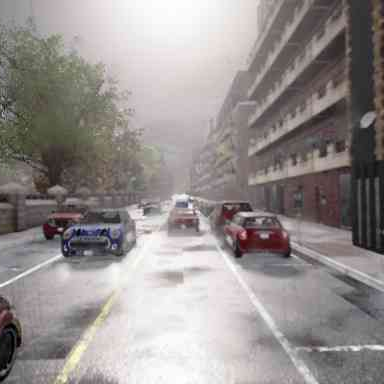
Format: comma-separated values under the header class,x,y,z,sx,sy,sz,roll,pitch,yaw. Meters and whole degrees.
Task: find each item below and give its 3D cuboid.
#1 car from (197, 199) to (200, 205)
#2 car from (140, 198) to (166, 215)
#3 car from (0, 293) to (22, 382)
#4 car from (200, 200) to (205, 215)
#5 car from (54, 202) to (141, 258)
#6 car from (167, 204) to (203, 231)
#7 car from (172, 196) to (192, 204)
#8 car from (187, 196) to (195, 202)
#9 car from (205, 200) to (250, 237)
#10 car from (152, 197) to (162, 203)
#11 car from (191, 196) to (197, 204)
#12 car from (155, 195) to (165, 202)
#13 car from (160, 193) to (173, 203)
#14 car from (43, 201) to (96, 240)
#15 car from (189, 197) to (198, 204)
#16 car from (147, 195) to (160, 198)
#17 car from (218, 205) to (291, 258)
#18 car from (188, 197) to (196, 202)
class,x,y,z,sx,sy,sz,roll,pitch,yaw
car,1.877,1.666,39.627,1.812,1.442,4.674,-1,0,-2
car,-4.167,1.691,36.040,1.837,1.490,4.892,-1,-1,-2
car,-3.148,1.608,2.626,1.994,1.385,4.181,-1,0,-2
car,2.107,1.615,32.630,1.837,1.490,4.892,-1,0,-2
car,-3.498,1.442,13.260,2.097,1.767,4.553,-1,0,-2
car,-0.551,1.693,21.165,1.895,1.301,4.718,-1,0,-2
car,-1.410,1.676,46.655,1.882,1.535,5.008,-1,0,-2
car,-0.244,1.796,90.142,1.967,1.590,4.097,0,0,-2
car,2.140,1.371,18.377,2.192,1.841,5.009,0,0,-2
car,-8.254,1.953,78.822,1.947,1.339,4.313,1,0,-2
car,1.032,1.721,51.668,1.752,1.417,4.829,0,0,-2
car,-8.618,1.748,89.864,2.192,1.841,5.009,1,0,-2
car,-5.453,1.325,74.949,2.150,2.045,5.566,-1,0,-2
car,-6.235,1.448,18.099,2.192,1.841,5.009,1,0,-2
car,0.304,1.853,73.579,1.947,1.339,4.313,0,0,-2
car,-7.701,1.633,62.262,2.192,1.841,5.009,1,0,-2
car,2.322,1.473,12.856,1.967,1.590,4.097,0,0,-2
car,-0.062,1.899,84.621,1.947,1.339,4.313,0,0,-2
